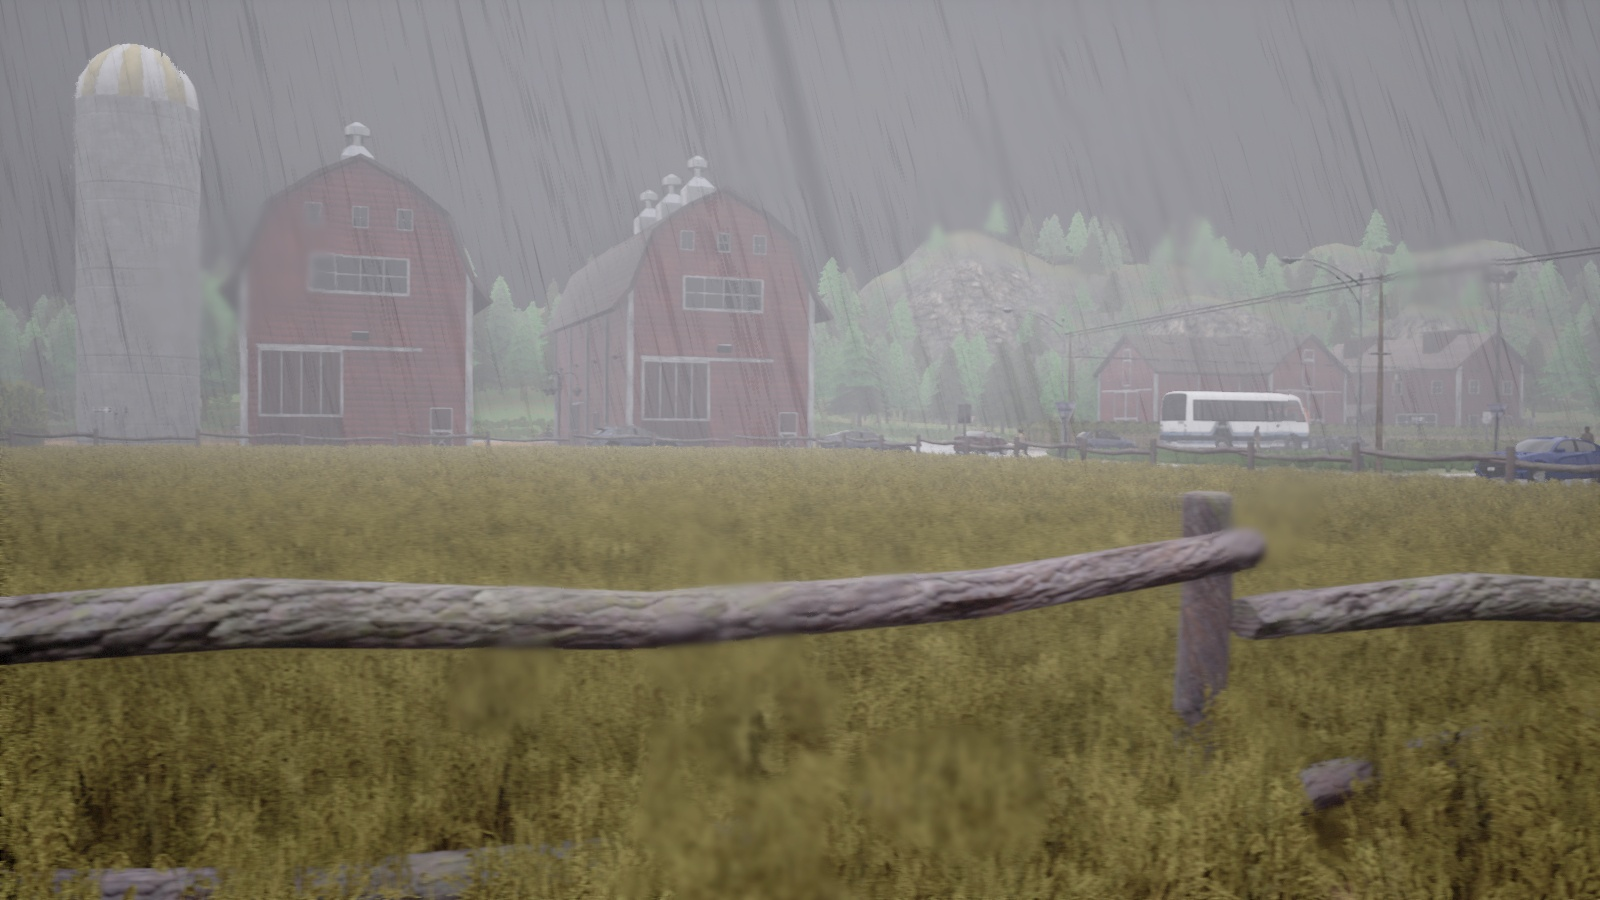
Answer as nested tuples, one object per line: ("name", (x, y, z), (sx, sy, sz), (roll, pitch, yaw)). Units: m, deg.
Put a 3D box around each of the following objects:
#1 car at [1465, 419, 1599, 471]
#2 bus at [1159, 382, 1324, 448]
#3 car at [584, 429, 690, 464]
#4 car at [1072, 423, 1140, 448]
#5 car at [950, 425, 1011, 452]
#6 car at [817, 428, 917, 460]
("car", (23.659, -0.185, 39.746), (5.008, 1.535, 1.882), (-1, 1, -23))
("bus", (30.019, -2.401, 85.363), (10.273, 4.253, 3.944), (-1, 1, -18))
("car", (-8.120, -0.211, 62.546), (4.856, 1.649, 2.033), (-1, 1, -24))
("car", (19.978, -0.948, 82.057), (3.988, 1.617, 1.851), (-1, 1, -5))
("car", (10.863, -0.682, 75.330), (1.882, 1.535, 5.008), (0, 1, 30))
("car", (3.369, -0.325, 64.081), (4.792, 1.488, 2.163), (-1, 1, -7))
